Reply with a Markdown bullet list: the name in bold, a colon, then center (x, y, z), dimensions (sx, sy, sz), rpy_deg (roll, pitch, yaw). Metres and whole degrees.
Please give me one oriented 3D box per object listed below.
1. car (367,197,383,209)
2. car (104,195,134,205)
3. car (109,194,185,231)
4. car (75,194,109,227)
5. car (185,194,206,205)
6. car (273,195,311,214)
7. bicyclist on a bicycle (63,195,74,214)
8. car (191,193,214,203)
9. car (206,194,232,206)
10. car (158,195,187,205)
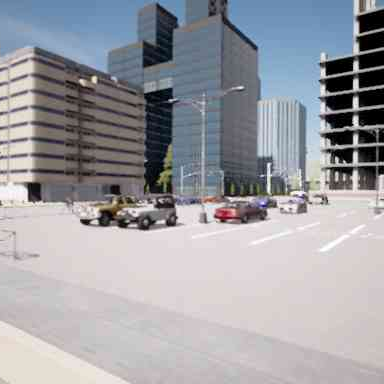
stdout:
- **car**: center (22.895, 1.368, 41.075), dimensions (1.970, 1.475, 3.806), rpy_deg (0, 0, 34)
- **car**: center (-11.825, 1.261, 54.180), dimensions (1.812, 1.442, 4.674), rpy_deg (0, 0, 34)
- **car**: center (-2.443, 1.073, 18.928), dimensions (1.905, 1.878, 3.866), rpy_deg (0, 0, 34)
- **car**: center (-4.805, 1.051, 20.602), dimensions (1.932, 1.855, 4.605), rpy_deg (0, 0, 34)
- **car**: center (-0.312, 1.157, 52.242), dimensions (2.097, 1.767, 4.553), rpy_deg (0, 0, 35)
- **car**: center (9.625, 1.330, 31.842), dimensions (1.970, 1.475, 3.806), rpy_deg (0, 0, 34)
- **bicyclist on a bicycle**: center (-11.002, 1.133, 29.586), dimensions (1.656, 1.620, 0.582), rpy_deg (0, 0, 34)
- **car**: center (2.046, 1.133, 62.070), dimensions (2.097, 1.767, 4.553), rpy_deg (0, 0, 34)
- **car**: center (4.961, 1.330, 60.136), dimensions (1.812, 1.442, 4.674), rpy_deg (0, 0, 34)
- **car**: center (-3.116, 1.272, 54.344), dimensions (2.128, 1.511, 4.902), rpy_deg (0, 0, 35)
